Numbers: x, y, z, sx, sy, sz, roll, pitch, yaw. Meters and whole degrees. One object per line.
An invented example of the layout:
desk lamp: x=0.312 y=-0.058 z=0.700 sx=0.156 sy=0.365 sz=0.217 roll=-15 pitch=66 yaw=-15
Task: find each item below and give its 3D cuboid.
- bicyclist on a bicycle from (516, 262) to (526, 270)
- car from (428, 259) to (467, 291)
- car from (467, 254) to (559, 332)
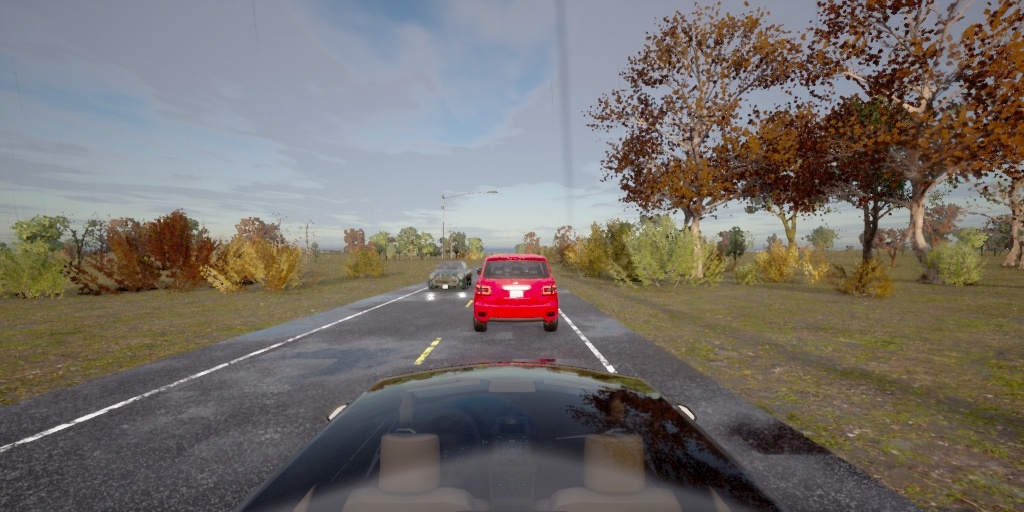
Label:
bicyclist on a bicycle: x=0.859 y=1.110 z=30.169 sx=0.659 sy=1.776 sz=1.843 roll=0 pitch=0 yaw=0
car: x=-3.661 y=1.095 z=21.852 sx=2.097 sy=1.767 sz=4.553 roll=0 pitch=0 yaw=0
car: x=0.078 y=0.968 z=10.990 sx=2.150 sy=2.045 sz=5.566 roll=0 pitch=0 yaw=-1
